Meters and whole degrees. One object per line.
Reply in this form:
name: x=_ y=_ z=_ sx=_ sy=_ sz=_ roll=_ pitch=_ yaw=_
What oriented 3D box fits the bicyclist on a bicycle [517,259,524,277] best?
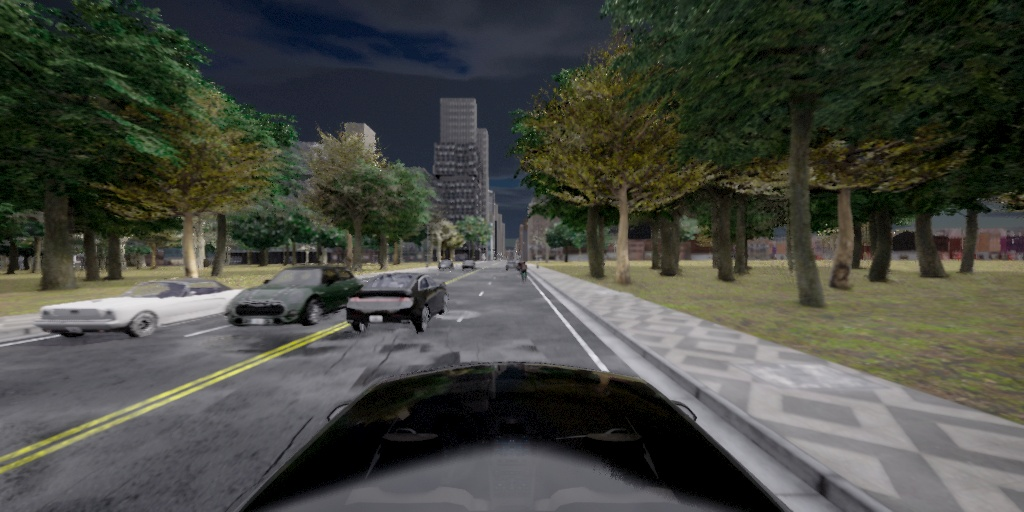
bicyclist on a bicycle: x=0.881 y=1.177 z=36.055 sx=0.659 sy=1.776 sz=1.843 roll=0 pitch=0 yaw=0

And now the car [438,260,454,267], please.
car: x=-9.828 y=1.351 z=53.581 sx=2.128 sy=1.511 sz=4.902 roll=0 pitch=0 yaw=0

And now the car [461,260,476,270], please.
car: x=-6.573 y=1.370 z=55.081 sx=1.837 sy=1.490 sz=4.892 roll=0 pitch=0 yaw=0

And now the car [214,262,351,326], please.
car: x=-6.603 y=1.107 z=11.550 sx=2.097 sy=1.767 sz=4.553 roll=0 pitch=0 yaw=0

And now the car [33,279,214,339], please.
car: x=-9.854 y=1.355 z=10.279 sx=1.895 sy=1.301 sz=4.718 roll=0 pitch=0 yaw=0

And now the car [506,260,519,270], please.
car: x=0.058 y=1.354 z=53.873 sx=2.128 sy=1.511 sz=4.902 roll=0 pitch=0 yaw=0

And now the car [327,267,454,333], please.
car: x=-3.154 y=1.246 z=10.740 sx=2.128 sy=1.511 sz=4.902 roll=0 pitch=0 yaw=0

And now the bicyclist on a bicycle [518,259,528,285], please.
bicyclist on a bicycle: x=0.884 y=1.235 z=25.817 sx=0.582 sy=1.620 sz=1.656 roll=0 pitch=0 yaw=0
